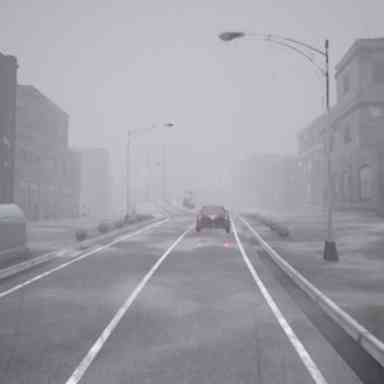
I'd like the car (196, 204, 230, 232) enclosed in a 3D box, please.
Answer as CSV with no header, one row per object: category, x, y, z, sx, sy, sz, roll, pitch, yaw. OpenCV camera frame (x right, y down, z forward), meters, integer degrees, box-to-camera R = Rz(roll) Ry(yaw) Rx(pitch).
car,1.451,1.615,22.384,2.097,1.767,4.553,0,-1,5

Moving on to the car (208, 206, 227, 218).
car,3.036,2.351,39.290,2.033,1.411,5.357,0,-3,5
